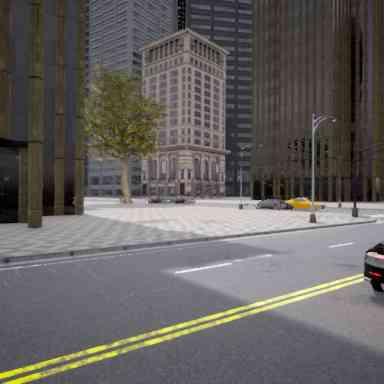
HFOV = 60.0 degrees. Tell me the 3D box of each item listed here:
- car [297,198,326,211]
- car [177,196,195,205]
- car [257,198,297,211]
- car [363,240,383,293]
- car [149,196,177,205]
[{"bbox_3d":[13.510,1.447,39.775,1.882,1.535,5.008,1,0,-39],"label":"car"},{"bbox_3d":[-1.464,1.458,57.440,2.128,1.511,4.902,1,-1,-42],"label":"car"},{"bbox_3d":[9.706,1.502,39.329,1.994,1.385,4.181,1,0,-39],"label":"car"},{"bbox_3d":[5.852,1.488,7.604,4.902,1.511,2.128,0,0,-35],"label":"car"},{"bbox_3d":[-5.460,1.429,57.019,2.128,1.511,4.902,1,-1,-42],"label":"car"}]
